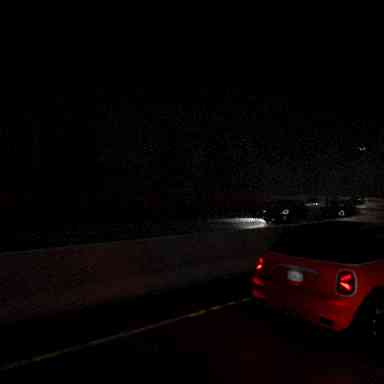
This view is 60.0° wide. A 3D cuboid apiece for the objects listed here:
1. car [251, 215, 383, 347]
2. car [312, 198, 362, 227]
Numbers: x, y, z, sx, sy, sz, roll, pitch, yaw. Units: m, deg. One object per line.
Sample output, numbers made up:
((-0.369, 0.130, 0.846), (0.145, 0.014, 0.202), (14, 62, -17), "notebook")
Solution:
((3.304, 1.363, 6.633), (4.553, 1.767, 2.097), (0, 0, -39), "car")
((10.440, 1.390, 23.780), (2.097, 1.767, 4.553), (0, 0, 40), "car")
